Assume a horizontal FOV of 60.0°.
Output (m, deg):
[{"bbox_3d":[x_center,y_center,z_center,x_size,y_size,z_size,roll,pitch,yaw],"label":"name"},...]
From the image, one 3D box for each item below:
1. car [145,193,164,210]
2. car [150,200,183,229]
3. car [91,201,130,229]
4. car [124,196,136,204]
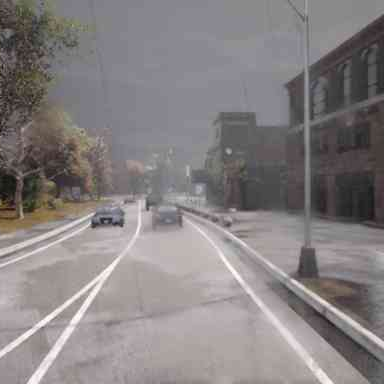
[{"bbox_3d":[-4.766,1.161,42.372,2.150,2.045,5.566,-1,0,-8],"label":"car"},{"bbox_3d":[-1.637,1.488,21.411,1.812,1.442,4.674,-1,0,-7],"label":"car"},{"bbox_3d":[-5.415,1.580,22.029,1.994,1.385,4.181,-1,0,-8],"label":"car"},{"bbox_3d":[-11.551,1.508,62.211,1.994,1.385,4.181,-1,1,-8],"label":"car"}]
